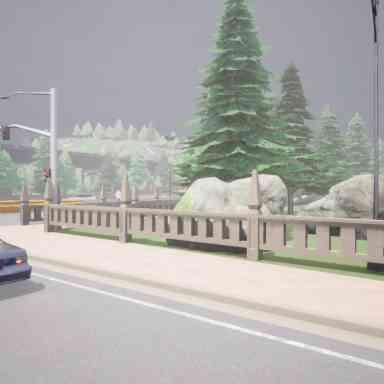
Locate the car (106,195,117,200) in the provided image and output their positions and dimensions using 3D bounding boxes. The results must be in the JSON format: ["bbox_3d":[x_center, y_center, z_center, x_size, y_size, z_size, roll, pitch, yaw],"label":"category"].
[{"bbox_3d":[-14.112,1.286,62.859,1.837,1.490,4.892,0,2,36],"label":"car"}]

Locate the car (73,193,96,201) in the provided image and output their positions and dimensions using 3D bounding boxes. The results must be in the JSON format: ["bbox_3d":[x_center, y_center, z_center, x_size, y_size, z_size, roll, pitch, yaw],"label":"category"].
[{"bbox_3d":[-17.625,1.221,51.967,2.150,2.045,5.566,0,0,36],"label":"car"}]

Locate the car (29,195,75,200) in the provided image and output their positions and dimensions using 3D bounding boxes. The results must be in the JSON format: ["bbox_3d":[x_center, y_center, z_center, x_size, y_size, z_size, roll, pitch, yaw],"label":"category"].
[{"bbox_3d":[-18.759,1.491,44.382,2.128,1.511,4.902,0,0,36],"label":"car"}]

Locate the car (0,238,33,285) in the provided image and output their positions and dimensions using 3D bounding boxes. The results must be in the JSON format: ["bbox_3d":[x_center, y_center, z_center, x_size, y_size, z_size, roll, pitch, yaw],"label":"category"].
[{"bbox_3d":[-6.146,1.547,8.340,5.357,1.411,2.033,0,0,36],"label":"car"}]
